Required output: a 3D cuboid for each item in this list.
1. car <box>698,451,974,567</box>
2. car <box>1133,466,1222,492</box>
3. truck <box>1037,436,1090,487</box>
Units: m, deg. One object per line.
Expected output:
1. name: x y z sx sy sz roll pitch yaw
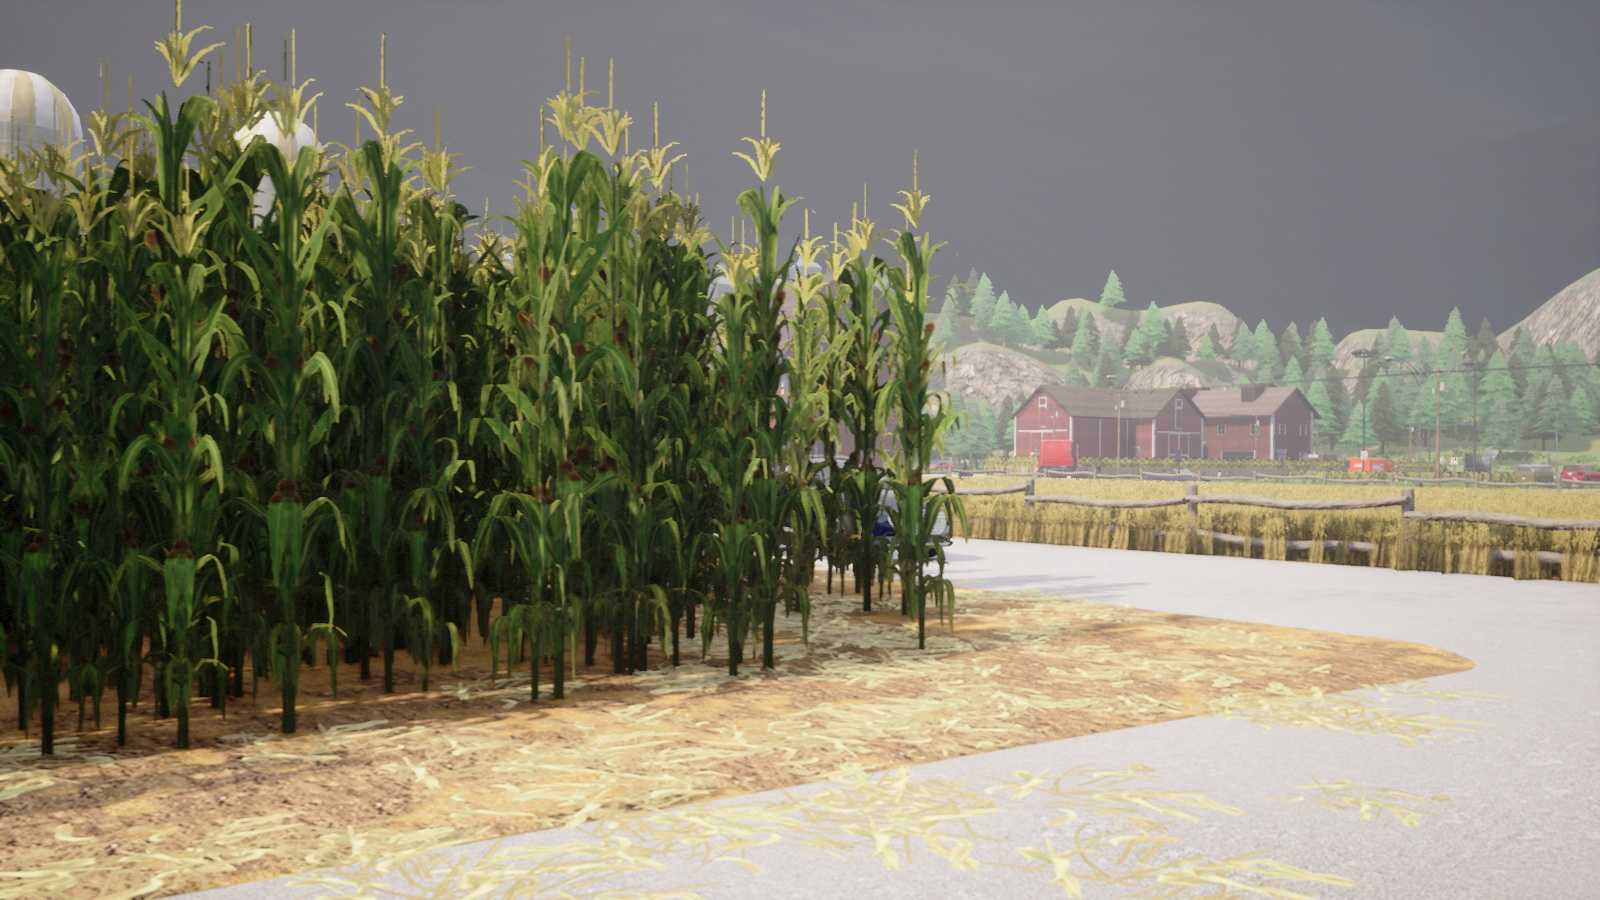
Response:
1. car: 0.428 0.886 20.532 2.033 1.649 4.856 1 -1 -35
2. car: 22.427 1.703 74.766 2.163 1.488 4.792 1 -1 -35
3. truck: 19.026 0.808 91.076 2.891 3.462 7.936 0 0 5
